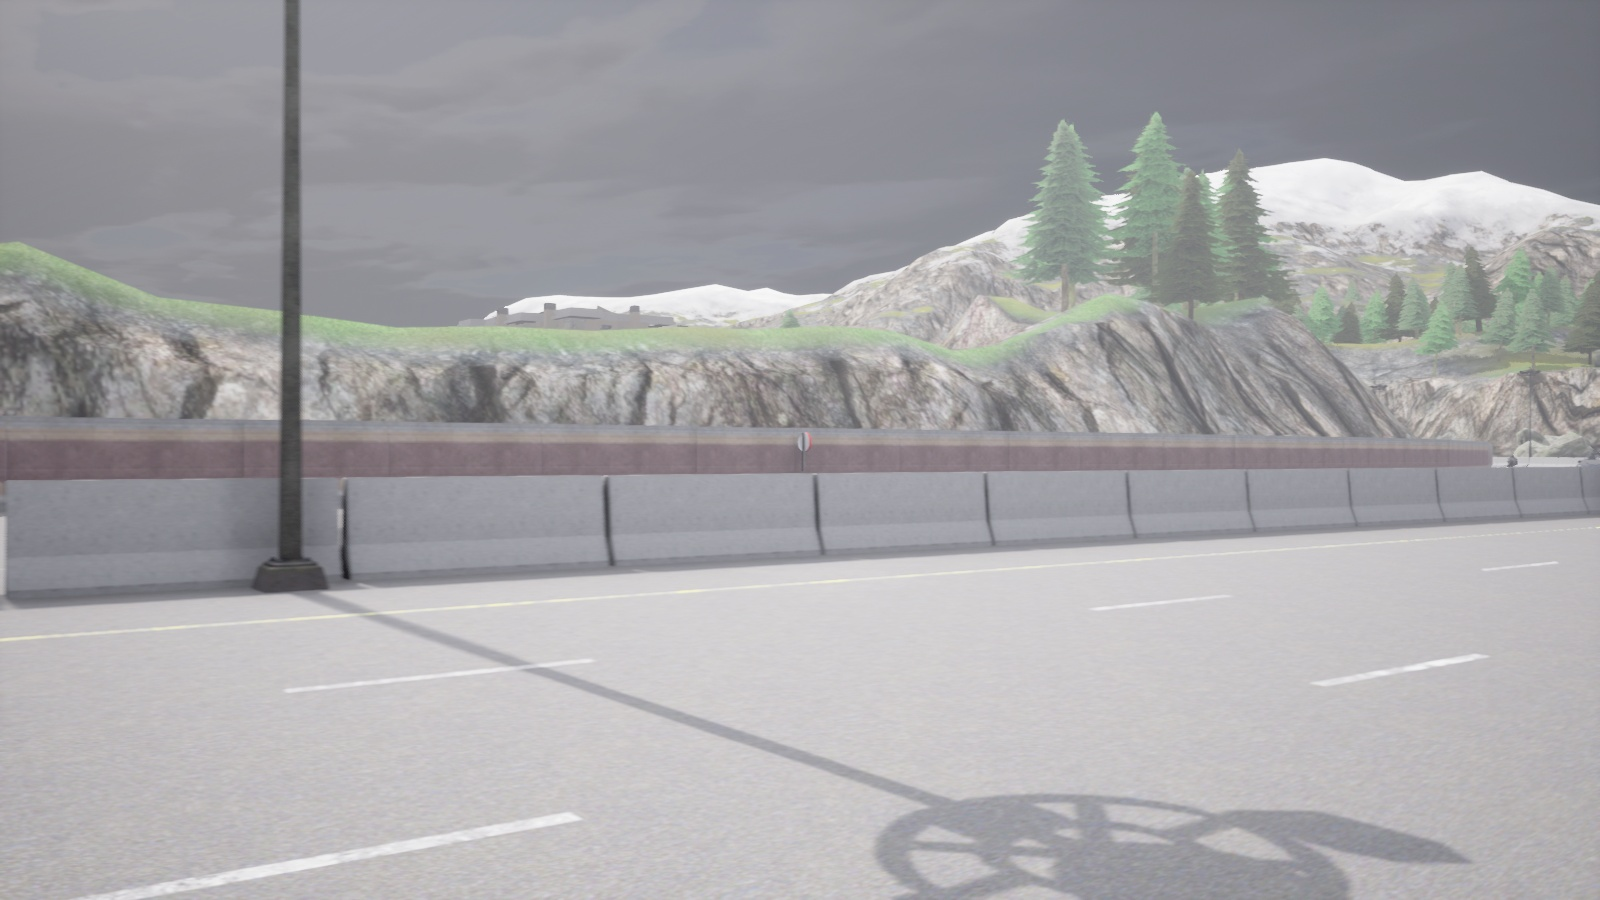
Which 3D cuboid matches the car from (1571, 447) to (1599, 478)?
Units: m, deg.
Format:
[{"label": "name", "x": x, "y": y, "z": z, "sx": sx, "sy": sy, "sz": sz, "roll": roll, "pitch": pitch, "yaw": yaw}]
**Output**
[{"label": "car", "x": 44.862, "y": 0.666, "z": 70.291, "sx": 2.242, "sy": 1.667, "sz": 4.611, "roll": 0, "pitch": 0, "yaw": 40}]
